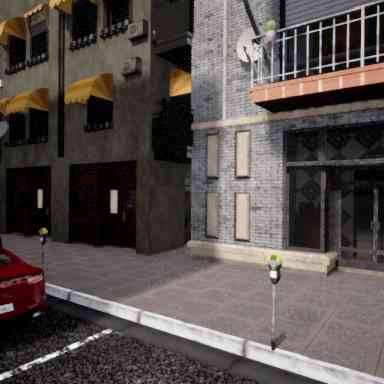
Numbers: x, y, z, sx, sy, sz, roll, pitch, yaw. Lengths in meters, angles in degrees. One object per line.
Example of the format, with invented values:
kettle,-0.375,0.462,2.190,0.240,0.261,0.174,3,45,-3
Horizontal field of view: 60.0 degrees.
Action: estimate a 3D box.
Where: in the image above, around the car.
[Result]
car,-4.497,1.543,6.077,4.507,1.381,1.887,0,1,36
